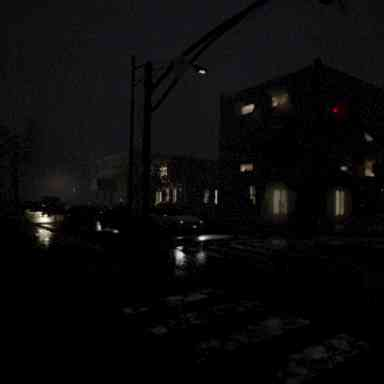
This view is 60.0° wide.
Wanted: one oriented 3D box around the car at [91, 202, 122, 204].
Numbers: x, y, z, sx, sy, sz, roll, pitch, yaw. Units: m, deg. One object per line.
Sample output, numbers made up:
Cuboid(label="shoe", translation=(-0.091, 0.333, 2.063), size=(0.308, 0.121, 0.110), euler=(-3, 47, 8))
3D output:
Cuboid(label="car", translation=(-8.471, 1.889, 31.142), size=(1.895, 1.301, 4.718), euler=(2, -2, -35))

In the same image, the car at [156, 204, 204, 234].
Cuboid(label="car", translation=(-1.167, 1.704, 20.696), size=(1.812, 1.442, 4.674), euler=(2, -1, -35))

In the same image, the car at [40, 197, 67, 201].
Cuboid(label="car", translation=(-20.159, 1.698, 48.025), size=(2.150, 2.045, 5.566), euler=(2, -2, -35))

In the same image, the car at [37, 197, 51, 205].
Cuboid(label="car", translation=(-35.522, 2.247, 79.921), size=(2.192, 1.841, 5.009), euler=(1, -1, -35))

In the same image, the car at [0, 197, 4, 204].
Cuboid(label="car", translation=(-39.219, 1.986, 70.589), size=(2.192, 1.841, 5.009), euler=(1, -1, -35))

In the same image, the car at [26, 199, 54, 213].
Cuboid(label="car", translation=(-18.817, 1.895, 41.231), size=(2.008, 1.369, 4.403), euler=(1, -1, -35))

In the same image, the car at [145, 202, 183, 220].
Cuboid(label="car", translation=(-2.910, 1.866, 33.506), size=(1.967, 1.590, 4.097), euler=(1, -1, -35))

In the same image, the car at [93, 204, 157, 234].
Cuboid(label="car", translation=(-4.201, 1.666, 20.278), size=(1.887, 1.381, 4.507), euler=(1, -1, -35))

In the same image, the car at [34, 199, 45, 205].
Cuboid(label="car", translation=(-38.792, 2.510, 84.592), size=(1.752, 1.417, 4.829), euler=(1, -1, -35))

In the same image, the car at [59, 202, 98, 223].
Cuboid(label="car", translation=(-9.360, 1.781, 27.654), size=(1.802, 1.307, 4.206), euler=(1, -1, -35))

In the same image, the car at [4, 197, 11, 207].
Cuboid(label="car", translation=(-32.880, 2.135, 61.517), size=(1.947, 1.339, 4.313), euler=(1, -1, -35))

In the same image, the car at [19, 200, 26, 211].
Cuboid(label="car", translation=(-23.495, 1.944, 47.991), size=(1.752, 1.417, 4.829), euler=(1, -1, -35))

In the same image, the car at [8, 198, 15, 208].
Cuboid(label="car", translation=(-29.890, 2.067, 57.230), size=(1.887, 1.381, 4.507), euler=(1, -1, -35))

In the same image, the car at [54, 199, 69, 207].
Cuboid(label="car", translation=(-26.012, 2.221, 66.316), size=(1.967, 1.590, 4.097), euler=(1, -1, -35))

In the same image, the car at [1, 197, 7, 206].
Cuboid(label="car", translation=(-36.051, 2.186, 66.051), size=(1.947, 1.339, 4.313), euler=(1, -1, -35))

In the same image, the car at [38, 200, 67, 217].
Cuboid(label="car", translation=(-14.518, 1.843, 35.031), size=(1.947, 1.339, 4.313), euler=(1, -1, -35))
